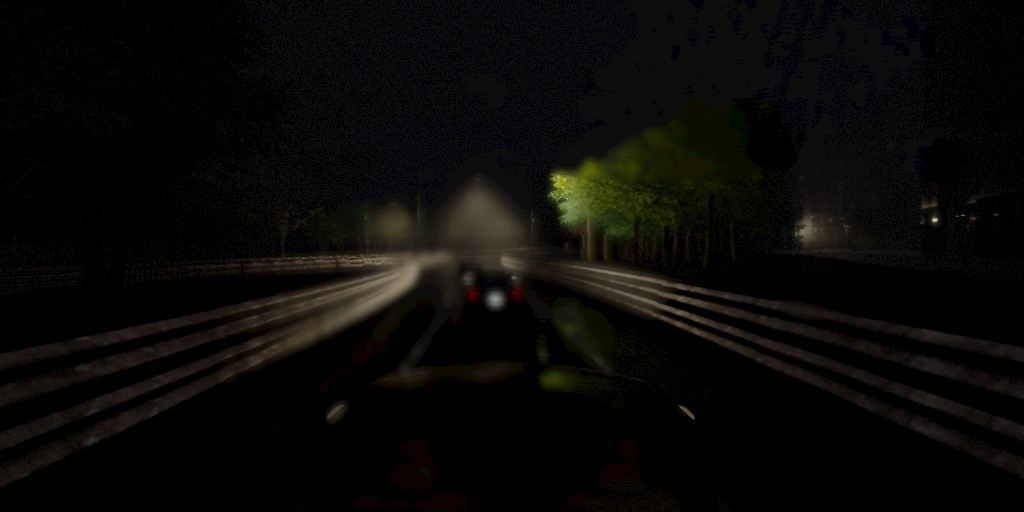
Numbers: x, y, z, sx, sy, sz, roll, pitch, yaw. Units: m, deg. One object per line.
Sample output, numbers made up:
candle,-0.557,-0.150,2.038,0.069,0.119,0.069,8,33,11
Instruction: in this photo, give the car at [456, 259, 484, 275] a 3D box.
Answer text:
car,-3.154,0.969,27.395,2.128,1.511,4.902,-1,1,-11

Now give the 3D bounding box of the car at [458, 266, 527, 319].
car,-0.668,1.208,12.378,1.994,1.385,4.181,0,1,-6
